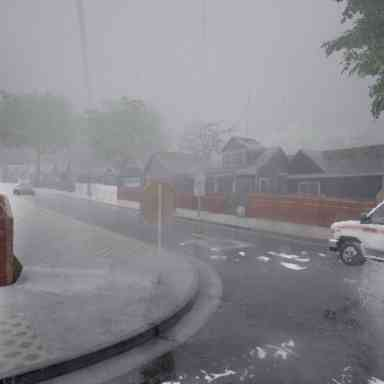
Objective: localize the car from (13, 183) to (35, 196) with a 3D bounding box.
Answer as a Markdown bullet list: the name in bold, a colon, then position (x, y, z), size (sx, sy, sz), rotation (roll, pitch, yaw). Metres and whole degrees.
- **car**: position (-22.360, -0.440, 44.307), size (2.097, 1.767, 4.553), rotation (1, 2, -35)

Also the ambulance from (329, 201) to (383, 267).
- **ambulance**: position (6.628, 0.983, 8.030), size (2.351, 2.431, 6.366), rotation (1, 0, -35)
